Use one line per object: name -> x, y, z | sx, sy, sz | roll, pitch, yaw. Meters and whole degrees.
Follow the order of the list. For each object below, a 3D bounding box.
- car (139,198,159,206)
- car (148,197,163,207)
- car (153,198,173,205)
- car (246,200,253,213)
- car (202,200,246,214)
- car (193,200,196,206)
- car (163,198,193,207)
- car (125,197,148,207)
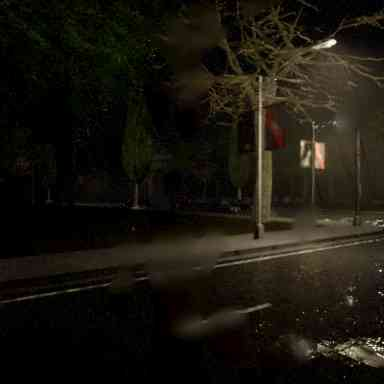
car -> -8.643, 1.942, 66.824 | 1.882, 1.535, 5.008 | 0, -1, -36
car -> -7.327, 1.732, 59.464 | 2.097, 1.767, 4.553 | 0, -1, -36
car -> -6.012, 1.942, 68.732 | 1.882, 1.535, 5.008 | 0, -1, -36
car -> 6.271, 1.713, 40.571 | 2.128, 1.511, 4.902 | 0, -1, -36
car -> 3.369, 1.749, 39.034 | 2.033, 1.411, 5.357 | 0, -1, -36
car -> -1.142, 1.939, 62.069 | 1.812, 1.442, 4.674 | 0, -1, -35
car -> -2.506, 1.851, 58.458 | 1.882, 1.535, 5.008 | 0, -1, -36
car -> -9.896, 1.922, 57.467 | 1.994, 1.385, 4.181 | 0, -1, -36
